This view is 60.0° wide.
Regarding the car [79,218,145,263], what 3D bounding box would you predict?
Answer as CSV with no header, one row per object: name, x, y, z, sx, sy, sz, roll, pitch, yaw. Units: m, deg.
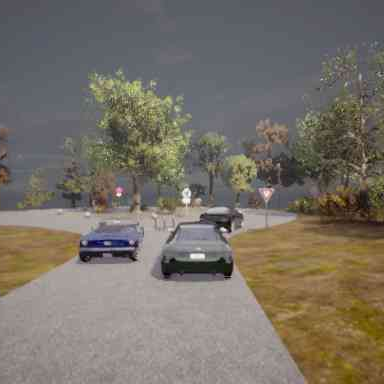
car,-2.810,1.677,12.529,1.895,1.301,4.718,0,0,-5

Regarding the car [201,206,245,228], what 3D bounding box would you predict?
car,1.972,1.603,20.769,1.882,1.535,5.008,0,0,20

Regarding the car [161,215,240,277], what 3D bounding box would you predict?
car,0.151,1.627,10.497,1.994,1.385,4.181,0,0,0
